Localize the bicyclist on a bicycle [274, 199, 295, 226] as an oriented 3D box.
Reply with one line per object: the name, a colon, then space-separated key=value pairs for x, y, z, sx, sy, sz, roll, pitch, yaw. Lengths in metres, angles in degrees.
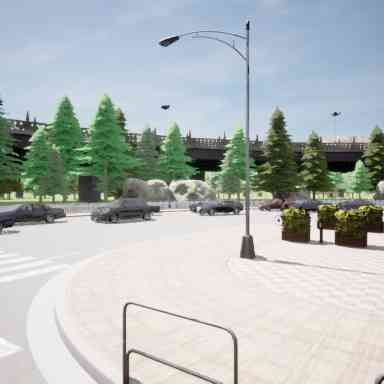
bicyclist on a bicycle: x=5.554 y=1.245 z=19.593 sx=0.582 sy=1.620 sz=1.656 roll=0 pitch=0 yaw=-44

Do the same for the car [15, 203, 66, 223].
car: x=-11.391 y=1.491 z=22.723 sx=2.033 sy=1.411 sz=5.357 roll=0 pitch=0 yaw=37

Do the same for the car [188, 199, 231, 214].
car: x=1.853 y=1.508 z=35.367 sx=4.181 sy=1.385 sz=1.994 roll=0 pitch=0 yaw=-29

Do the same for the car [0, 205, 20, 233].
car: x=-11.579 y=1.550 z=16.597 sx=1.895 sy=1.301 sz=4.718 roll=0 pitch=0 yaw=34

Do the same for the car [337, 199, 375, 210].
car: x=19.756 y=1.508 z=40.175 sx=4.181 sy=1.385 sz=1.994 roll=0 pitch=0 yaw=0

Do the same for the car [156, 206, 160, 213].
car: x=-5.238 y=1.544 z=30.079 sx=4.718 sy=1.301 sz=1.895 roll=0 pitch=0 yaw=-44

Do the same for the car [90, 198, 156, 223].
car: x=-5.248 y=1.295 z=24.819 sx=2.097 sy=1.767 sz=4.553 roll=0 pitch=0 yaw=41

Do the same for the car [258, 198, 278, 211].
car: x=9.980 y=1.469 z=38.799 sx=4.674 sy=1.442 sz=1.812 roll=0 pitch=0 yaw=-15

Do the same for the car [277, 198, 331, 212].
car: x=12.471 y=1.491 z=36.097 sx=5.357 sy=1.411 sz=2.033 roll=0 pitch=0 yaw=-12

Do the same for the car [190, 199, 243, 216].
car: x=2.689 y=1.435 z=31.938 sx=4.902 sy=1.511 sz=2.128 roll=0 pitch=0 yaw=-31
